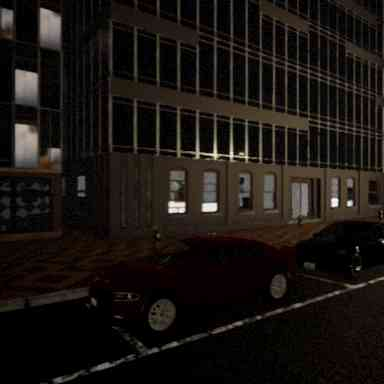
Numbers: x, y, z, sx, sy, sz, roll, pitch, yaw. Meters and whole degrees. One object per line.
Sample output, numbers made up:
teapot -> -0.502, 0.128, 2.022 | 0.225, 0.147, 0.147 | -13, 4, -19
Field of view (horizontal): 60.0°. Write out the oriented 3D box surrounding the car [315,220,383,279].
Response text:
car -> 4.872, 1.564, 10.032 | 4.313, 1.339, 1.947 | 0, 0, -35

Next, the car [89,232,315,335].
car -> 0.238, 1.544, 6.727 | 4.507, 1.381, 1.887 | 0, 0, -35
